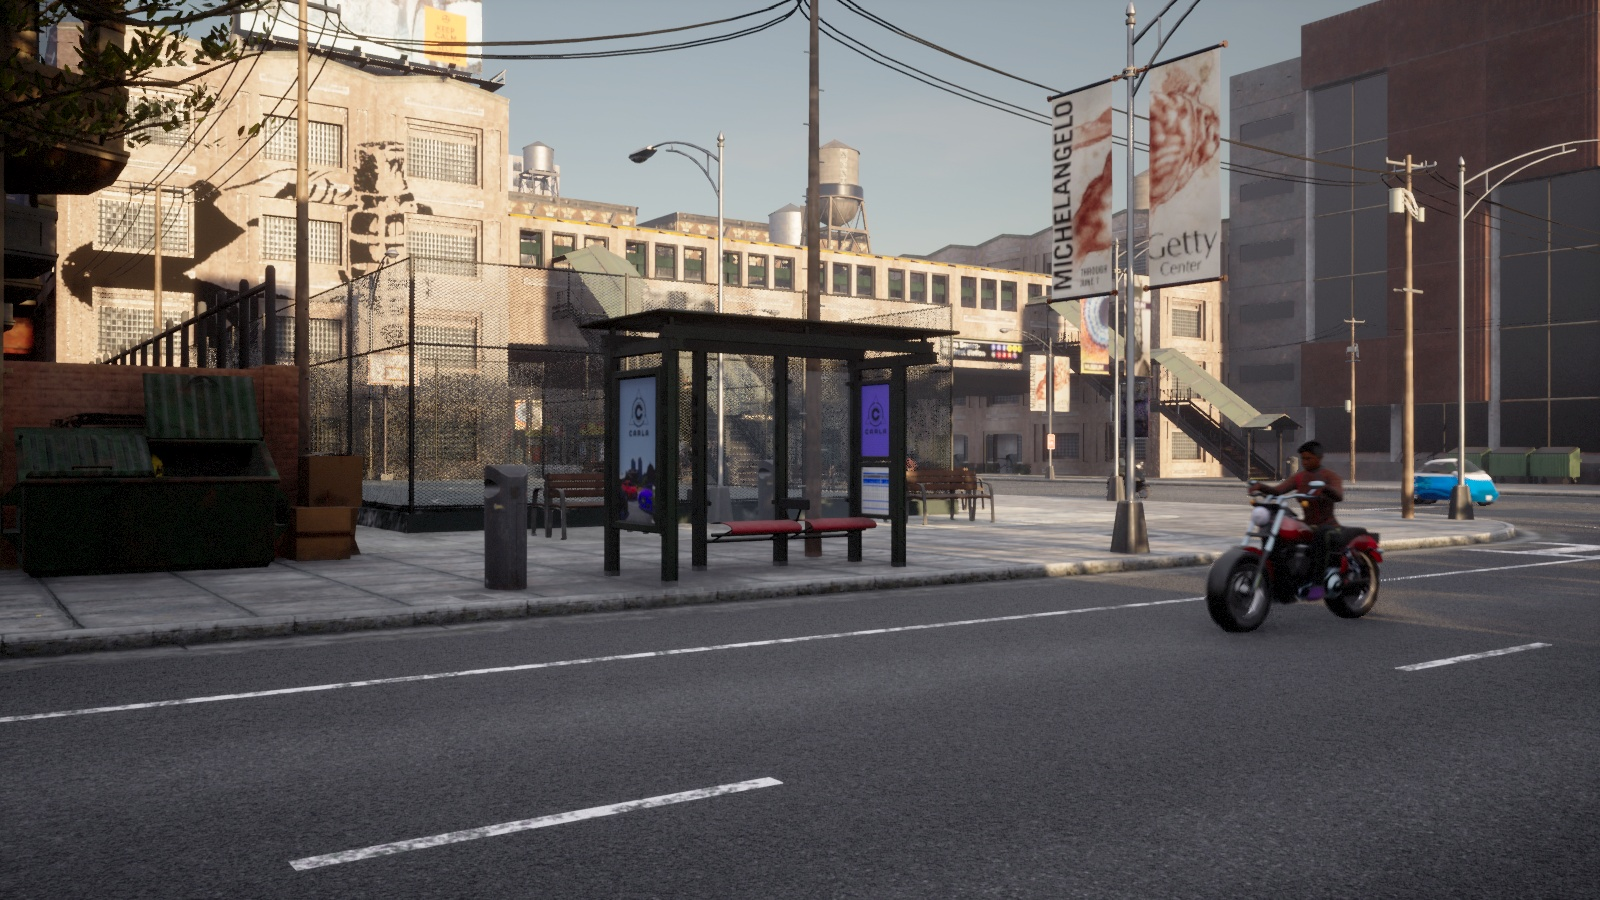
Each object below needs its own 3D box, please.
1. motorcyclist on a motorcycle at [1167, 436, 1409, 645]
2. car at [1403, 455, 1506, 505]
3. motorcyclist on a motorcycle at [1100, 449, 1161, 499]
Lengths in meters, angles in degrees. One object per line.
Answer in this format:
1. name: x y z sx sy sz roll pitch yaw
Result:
1. motorcyclist on a motorcycle: 4.273 0.713 10.902 2.350 1.649 0.766 0 0 -35
2. car: 18.858 0.848 36.221 1.481 1.376 2.207 0 -1 -34
3. motorcyclist on a motorcycle: 10.940 0.777 41.599 0.866 1.590 1.817 0 0 -34
